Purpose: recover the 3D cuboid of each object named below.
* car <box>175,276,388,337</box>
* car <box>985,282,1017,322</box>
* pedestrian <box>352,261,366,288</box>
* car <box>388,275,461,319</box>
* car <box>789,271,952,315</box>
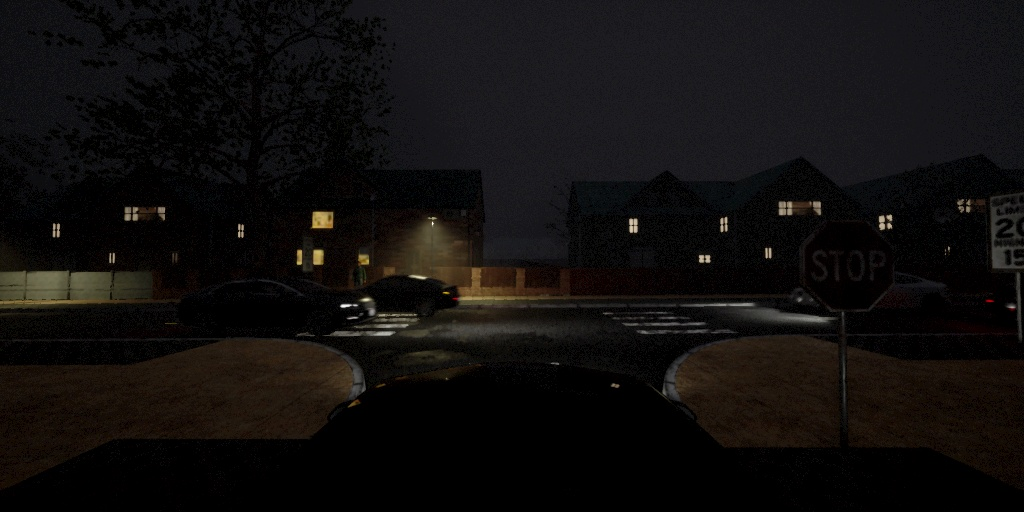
[{"bbox_3d":[-6.315,1.310,9.898,4.902,1.511,2.128,-1,-1,1],"label":"car"},{"bbox_3d":[15.799,1.146,9.637,4.674,1.442,1.812,0,-1,1],"label":"car"},{"bbox_3d":[-6.729,1.113,15.770,0.375,1.860,0.375,0,-1,1],"label":"pedestrian"},{"bbox_3d":[-4.172,1.398,12.820,4.674,1.442,1.812,-1,-1,1],"label":"car"},{"bbox_3d":[12.491,1.249,12.637,4.674,1.442,1.812,-1,-1,1],"label":"car"}]
